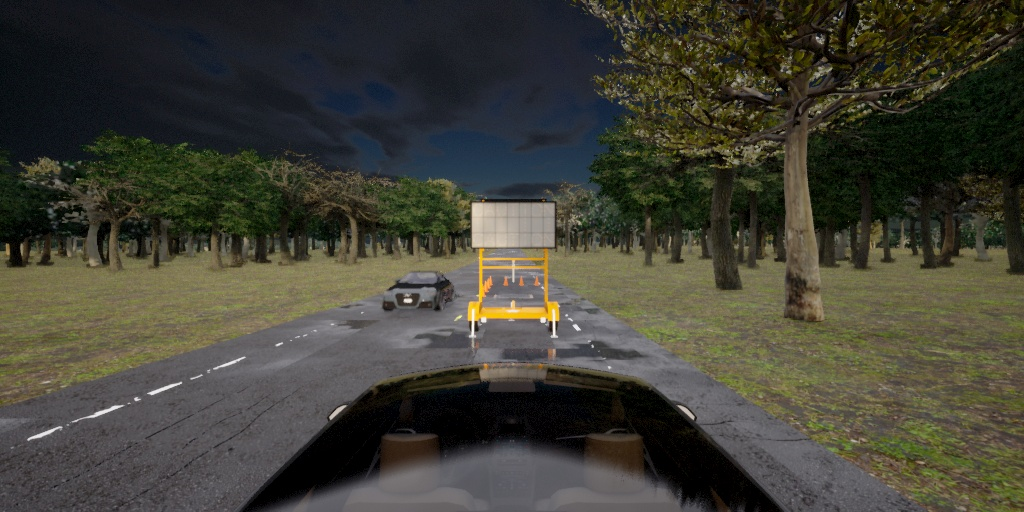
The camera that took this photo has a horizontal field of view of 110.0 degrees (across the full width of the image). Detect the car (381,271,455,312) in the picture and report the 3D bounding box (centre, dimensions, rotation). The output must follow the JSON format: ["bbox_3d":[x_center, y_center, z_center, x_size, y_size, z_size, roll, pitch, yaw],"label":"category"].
[{"bbox_3d":[-3.443,1.278,13.839,1.994,1.385,4.181,0,0,0],"label":"car"}]

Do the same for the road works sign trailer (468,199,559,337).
[{"bbox_3d":[0.042,0.198,10.177,2.380,3.560,2.880,0,0,0],"label":"road works sign trailer"}]
